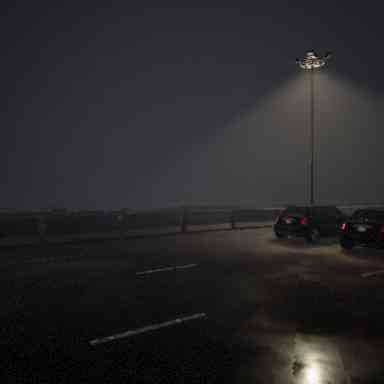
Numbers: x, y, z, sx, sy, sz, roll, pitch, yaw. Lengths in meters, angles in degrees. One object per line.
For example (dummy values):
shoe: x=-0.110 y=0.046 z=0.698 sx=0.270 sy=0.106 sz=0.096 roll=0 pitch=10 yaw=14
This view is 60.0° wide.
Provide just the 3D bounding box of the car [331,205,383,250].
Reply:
car: x=7.944 y=1.367 z=13.023 sx=4.553 sy=1.767 sz=2.097 roll=0 pitch=0 yaw=-30

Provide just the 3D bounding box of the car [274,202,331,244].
car: x=6.187 y=1.367 z=16.050 sx=4.553 sy=1.767 sz=2.097 roll=0 pitch=0 yaw=-30
